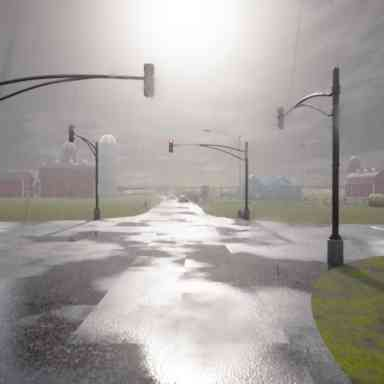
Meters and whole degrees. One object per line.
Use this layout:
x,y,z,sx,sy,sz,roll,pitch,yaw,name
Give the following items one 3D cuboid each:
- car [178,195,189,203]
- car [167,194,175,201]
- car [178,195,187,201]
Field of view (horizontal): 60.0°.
-1.722,1.617,69.840,1.895,1.301,4.718,0,0,-3,car
-4.709,1.175,73.840,1.812,1.442,4.674,0,0,-3,car
-2.333,1.456,79.825,1.837,1.490,4.892,0,0,-4,car
